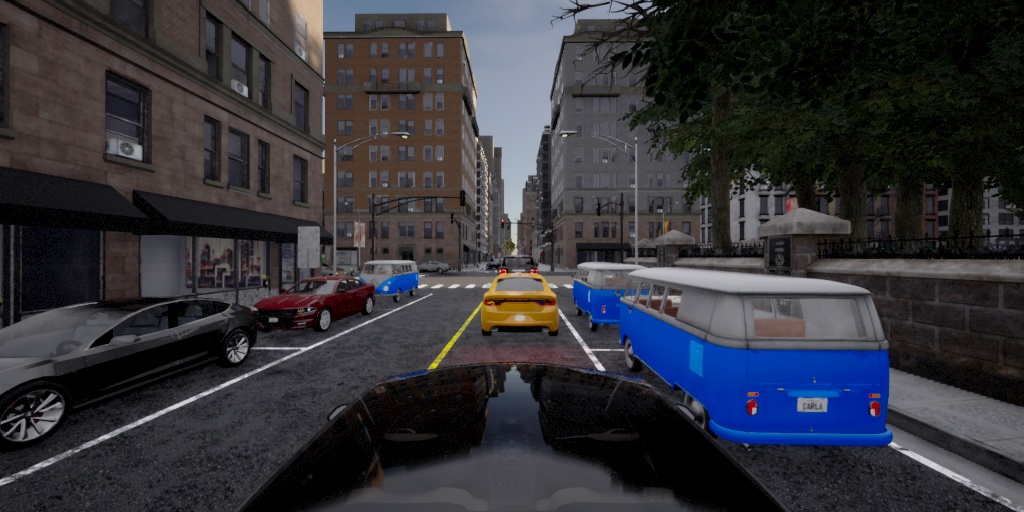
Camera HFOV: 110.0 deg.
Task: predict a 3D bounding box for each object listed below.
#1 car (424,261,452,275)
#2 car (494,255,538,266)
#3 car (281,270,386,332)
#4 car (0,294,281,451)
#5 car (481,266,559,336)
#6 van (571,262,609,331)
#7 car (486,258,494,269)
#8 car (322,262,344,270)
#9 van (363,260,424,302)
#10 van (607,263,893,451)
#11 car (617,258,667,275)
[{"bbox_3d":[-8.901,1.254,38.563,4.902,1.511,2.128,0,0,0],"label":"car"},{"bbox_3d":[0.334,0.965,20.409,2.150,2.045,5.566,0,0,0],"label":"car"},{"bbox_3d":[-5.693,1.293,10.868,1.888,1.381,4.507,0,0,1],"label":"car"},{"bbox_3d":[-5.807,1.315,5.209,1.948,1.339,4.313,0,0,1],"label":"car"},{"bbox_3d":[0.227,1.226,10.453,1.882,1.535,5.008,0,0,1],"label":"car"},{"bbox_3d":[2.831,1.089,10.705,1.690,1.789,3.998,0,0,1],"label":"van"},{"bbox_3d":[-2.295,1.085,49.659,2.097,1.767,4.553,0,0,2],"label":"car"},{"bbox_3d":[-16.197,1.278,28.657,5.357,1.411,2.033,0,0,1],"label":"car"},{"bbox_3d":[-5.579,1.087,16.527,1.690,1.789,3.998,0,0,1],"label":"van"},{"bbox_3d":[2.716,1.090,5.049,1.690,1.789,3.998,0,0,1],"label":"van"},{"bbox_3d":[13.865,1.095,38.411,4.553,1.767,2.097,0,0,0],"label":"car"}]
